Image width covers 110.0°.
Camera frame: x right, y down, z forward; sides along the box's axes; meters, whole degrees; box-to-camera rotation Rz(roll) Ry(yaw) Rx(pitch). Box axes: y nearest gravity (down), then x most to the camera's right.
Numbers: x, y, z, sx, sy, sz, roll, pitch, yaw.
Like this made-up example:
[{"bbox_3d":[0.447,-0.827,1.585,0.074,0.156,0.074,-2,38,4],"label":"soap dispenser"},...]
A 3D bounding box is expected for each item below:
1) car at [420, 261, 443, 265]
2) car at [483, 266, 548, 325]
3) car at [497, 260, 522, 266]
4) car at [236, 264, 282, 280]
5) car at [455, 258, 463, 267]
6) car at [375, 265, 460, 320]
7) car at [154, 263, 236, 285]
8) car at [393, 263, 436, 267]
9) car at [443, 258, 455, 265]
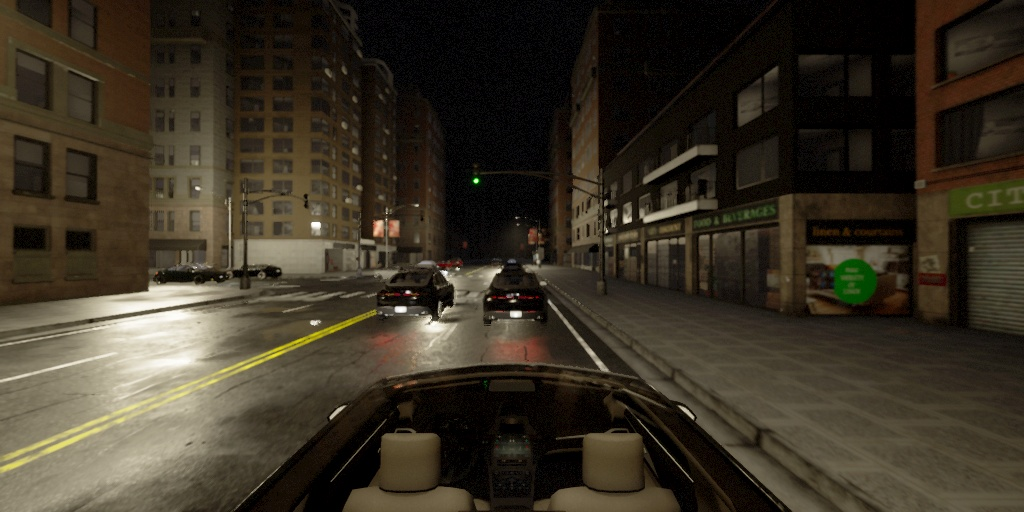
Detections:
[{"bbox_3d":[-9.853,1.270,41.708,2.033,1.411,5.357,0,0,0],"label":"car"},{"bbox_3d":[0.100,1.246,11.716,1.837,1.490,4.892,0,0,0],"label":"car"},{"bbox_3d":[0.092,1.255,26.724,1.812,1.442,4.674,0,0,0],"label":"car"},{"bbox_3d":[-22.152,1.313,30.836,4.313,1.339,1.948,0,0,0],"label":"car"},{"bbox_3d":[-9.756,1.069,61.504,2.097,1.767,4.553,0,0,0],"label":"car"},{"bbox_3d":[-3.171,1.246,12.531,1.837,1.490,4.892,0,0,-1],"label":"car"},{"bbox_3d":[-22.545,1.288,25.355,4.181,1.385,1.994,0,0,0],"label":"car"},{"bbox_3d":[-7.813,1.332,25.492,4.718,1.301,1.895,0,0,41],"label":"car"},{"bbox_3d":[-9.833,1.320,51.307,1.895,1.301,4.718,0,0,0],"label":"car"}]
